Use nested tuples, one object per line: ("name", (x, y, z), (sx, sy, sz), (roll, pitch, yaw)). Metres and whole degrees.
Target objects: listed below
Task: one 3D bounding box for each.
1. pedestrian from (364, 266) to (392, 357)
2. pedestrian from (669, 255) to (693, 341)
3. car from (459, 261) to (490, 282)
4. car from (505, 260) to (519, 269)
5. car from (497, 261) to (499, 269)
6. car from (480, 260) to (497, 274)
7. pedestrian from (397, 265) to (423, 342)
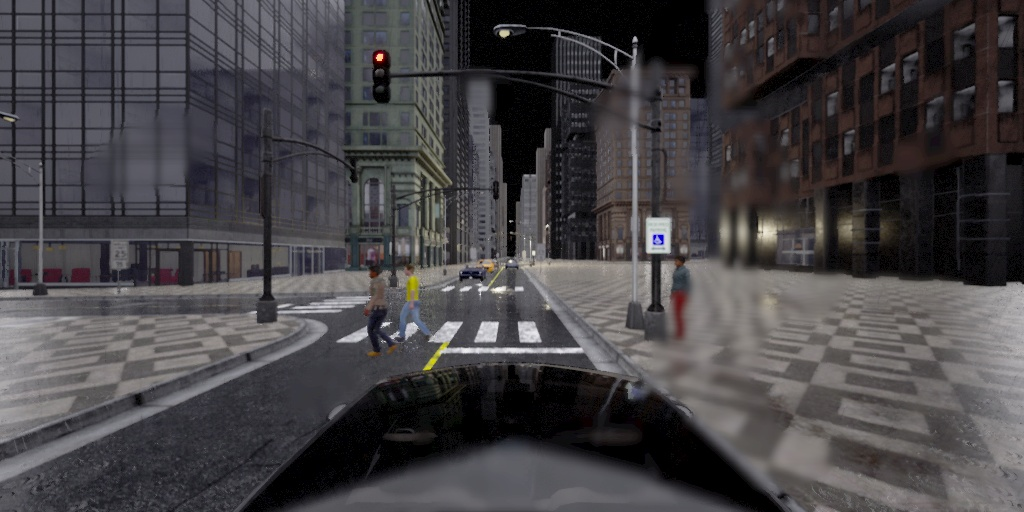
("pedestrian", (-2.666, 1.038, 7.085), (0.375, 1.860, 0.375), (0, 0, 0))
("pedestrian", (3.593, 0.884, 7.758), (0.375, 1.860, 0.375), (0, 0, 0))
("car", (-3.093, 1.319, 29.083), (1.895, 1.301, 4.718), (0, 0, 0))
("car", (0.005, 1.265, 53.541), (1.994, 1.385, 4.181), (0, 0, 0))
("car", (-3.023, 1.265, 55.768), (1.994, 1.385, 4.181), (0, 0, 0))
("car", (-3.086, 1.186, 41.504), (1.882, 1.535, 5.008), (0, 0, 0))
("pedestrian", (-2.362, 1.036, 8.315), (0.375, 1.860, 0.375), (0, 0, 0))
